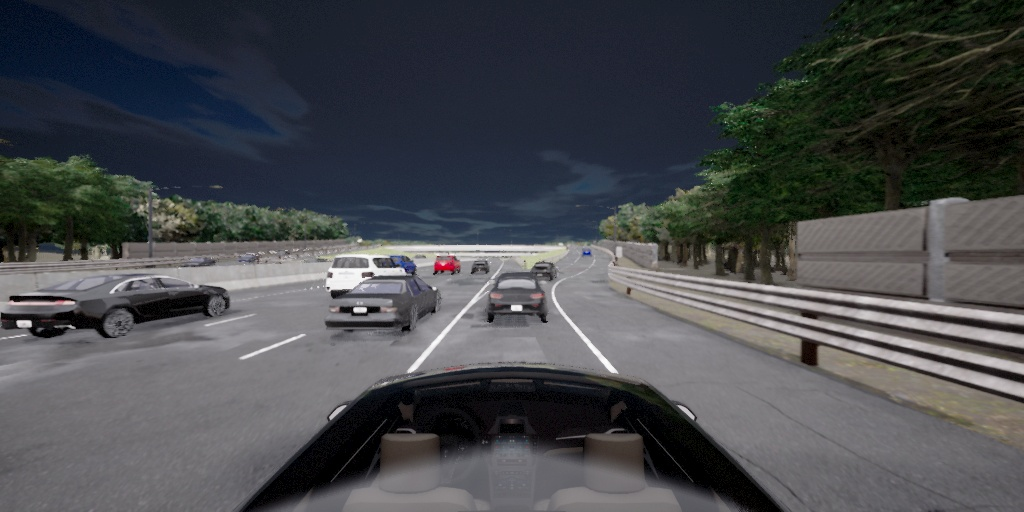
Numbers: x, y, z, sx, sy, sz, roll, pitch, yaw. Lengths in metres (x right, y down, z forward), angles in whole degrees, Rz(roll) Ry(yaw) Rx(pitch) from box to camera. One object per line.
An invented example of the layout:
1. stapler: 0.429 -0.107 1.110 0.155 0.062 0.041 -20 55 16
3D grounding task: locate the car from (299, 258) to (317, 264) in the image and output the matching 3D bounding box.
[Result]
1. car: -28.131 1.045 50.781 2.097 1.767 4.553 0 0 0

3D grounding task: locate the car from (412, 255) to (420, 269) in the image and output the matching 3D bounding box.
1. car: -10.402 0.939 32.745 2.150 2.045 5.566 0 0 0

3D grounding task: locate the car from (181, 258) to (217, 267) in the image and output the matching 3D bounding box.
1. car: -40.000 0.953 46.045 2.033 1.411 5.357 0 1 -19

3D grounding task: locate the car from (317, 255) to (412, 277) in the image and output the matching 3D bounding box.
1. car: -6.891 0.955 17.592 2.150 2.045 5.566 0 0 0

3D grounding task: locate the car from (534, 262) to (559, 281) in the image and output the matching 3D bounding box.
1. car: 2.842 1.257 30.601 1.837 1.490 4.892 1 0 14

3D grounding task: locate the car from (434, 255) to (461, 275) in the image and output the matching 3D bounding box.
1. car: -6.917 0.934 38.653 2.150 2.045 5.566 0 0 0

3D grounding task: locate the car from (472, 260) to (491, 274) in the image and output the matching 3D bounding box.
1. car: -3.526 1.216 41.102 1.837 1.490 4.892 0 0 0

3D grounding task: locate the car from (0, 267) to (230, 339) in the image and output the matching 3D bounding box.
1. car: -10.396 1.232 10.071 2.128 1.511 4.902 0 0 0

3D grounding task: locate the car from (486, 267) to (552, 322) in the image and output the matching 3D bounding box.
1. car: 0.203 1.265 12.184 1.812 1.442 4.674 0 0 2

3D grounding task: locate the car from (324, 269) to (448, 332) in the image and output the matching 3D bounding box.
1. car: -3.497 1.288 10.773 2.033 1.411 5.357 0 0 0
